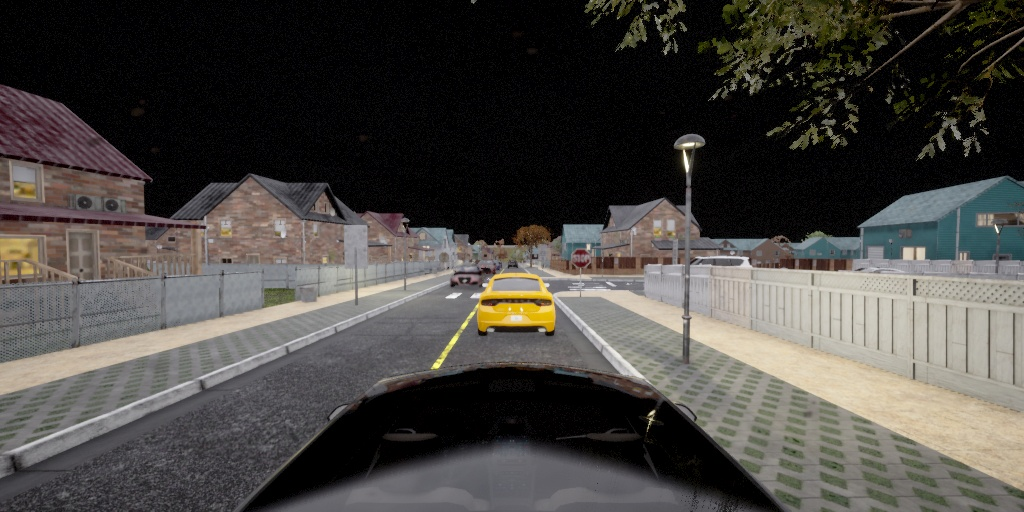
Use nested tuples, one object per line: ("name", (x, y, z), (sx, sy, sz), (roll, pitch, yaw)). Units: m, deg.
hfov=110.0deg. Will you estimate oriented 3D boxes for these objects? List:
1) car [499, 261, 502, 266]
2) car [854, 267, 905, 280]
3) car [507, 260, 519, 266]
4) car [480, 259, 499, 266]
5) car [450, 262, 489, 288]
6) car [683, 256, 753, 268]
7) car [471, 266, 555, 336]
("car", (-2.804, 1.235, 52.275), (2.097, 1.767, 4.553), (0, 0, 0))
("car", (23.049, 1.424, 22.902), (4.674, 1.442, 1.812), (1, 2, 13))
("car", (0.136, 1.484, 65.463), (1.837, 1.490, 4.892), (0, -1, 0))
("car", (-2.823, 1.167, 39.377), (2.097, 1.767, 4.553), (0, 0, 0))
("car", (-2.859, 1.321, 23.706), (1.994, 1.385, 4.181), (-1, 0, 0))
("car", (13.406, 1.015, 24.661), (5.566, 2.045, 2.150), (1, 2, 8))
("car", (0.117, 1.227, 10.433), (1.882, 1.535, 5.008), (0, 0, 0))
